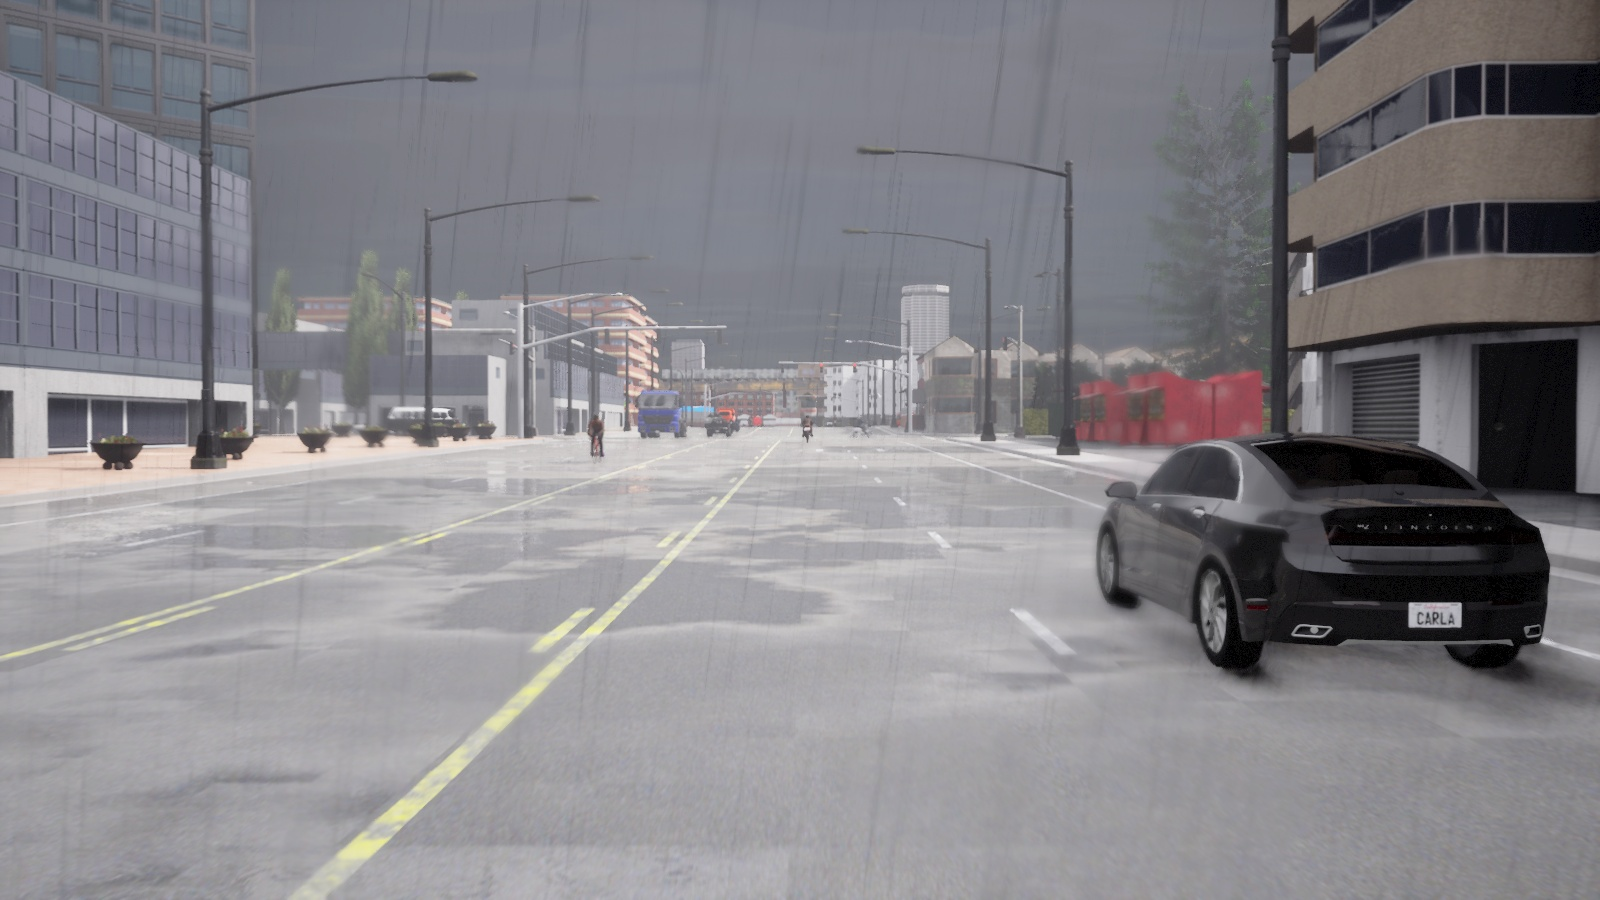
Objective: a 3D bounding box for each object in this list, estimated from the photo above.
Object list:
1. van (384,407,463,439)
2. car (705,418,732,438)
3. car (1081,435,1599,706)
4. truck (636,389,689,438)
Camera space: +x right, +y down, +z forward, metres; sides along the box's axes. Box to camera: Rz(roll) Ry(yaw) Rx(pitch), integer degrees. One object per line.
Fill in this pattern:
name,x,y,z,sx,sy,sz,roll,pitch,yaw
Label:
van,-24.465,-1.742,81.758,4.480,2.038,2.069,0,1,1
car,-6.397,-1.739,98.964,1.816,1.474,4.193,0,1,0
car,3.570,0.643,9.454,1.837,1.490,4.892,0,1,0
truck,-9.952,-2.603,91.673,2.891,3.462,7.936,0,1,0
